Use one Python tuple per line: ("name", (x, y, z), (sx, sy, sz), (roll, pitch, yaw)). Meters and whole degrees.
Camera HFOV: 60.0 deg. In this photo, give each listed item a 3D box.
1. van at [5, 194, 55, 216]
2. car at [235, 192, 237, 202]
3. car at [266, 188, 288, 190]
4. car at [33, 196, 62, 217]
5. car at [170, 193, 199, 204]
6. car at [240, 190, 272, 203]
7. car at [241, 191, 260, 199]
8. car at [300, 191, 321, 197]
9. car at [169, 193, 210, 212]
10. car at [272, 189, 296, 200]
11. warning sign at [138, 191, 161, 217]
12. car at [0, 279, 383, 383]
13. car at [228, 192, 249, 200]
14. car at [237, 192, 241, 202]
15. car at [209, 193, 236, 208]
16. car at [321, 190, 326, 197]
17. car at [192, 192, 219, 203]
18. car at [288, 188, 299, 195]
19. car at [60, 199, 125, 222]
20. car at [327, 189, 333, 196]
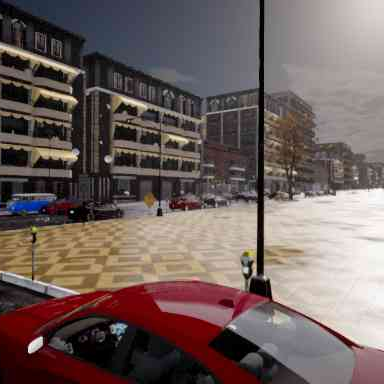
("van", (-13.661, 1.035, 28.471), (1.690, 1.788, 3.998), (2, 2, 35))
("car", (4.283, 0.826, 49.871), (2.033, 1.411, 5.357), (1, 1, 35))
("car", (15.670, 0.569, 60.835), (1.837, 1.490, 4.892), (1, 1, 35))
("car", (-10.714, 1.256, 28.211), (1.994, 1.385, 4.181), (1, 1, 35))
("car", (-1.016, 0.910, 46.813), (1.947, 1.339, 4.313), (2, 2, 35))
("car", (9.044, 0.876, 46.639), (2.008, 1.369, 4.403), (2, 2, 35))
("car", (11.536, 0.525, 65.009), (1.752, 1.417, 4.829), (2, 2, 35))
("car", (24.854, 0.445, 69.562), (2.008, 1.369, 4.403), (2, 2, 35))
("car", (-0.442, 1.132, 32.886), (1.887, 1.381, 4.507), (2, 2, 35))
("car", (15.465, 0.675, 55.948), (1.752, 1.417, 4.829), (2, 2, 35))
("warning sign", (-3.150, 0.851, 24.811), (1.300, 1.860, 1.060), (-1, 0, 35))
("car", (-0.324, 1.544, 3.095), (4.507, 1.381, 1.887), (0, 0, 35))
("car", (8.470, 0.649, 60.567), (1.947, 1.339, 4.313), (2, 2, 35))
("car", (8.211, 0.760, 50.015), (2.128, 1.511, 4.902), (1, 1, 35))
("car", (2.720, 1.050, 37.470), (2.008, 1.369, 4.403), (2, 2, 35))
("car", (28.015, 0.360, 74.145), (2.008, 1.369, 4.403), (2, 2, 35))
("car", (2.146, 0.807, 51.397), (2.008, 1.369, 4.403), (2, 2, 35))
("car", (24.281, -0.030, 83.481), (2.192, 1.841, 5.009), (2, 2, 35))
("car", (-6.765, 1.329, 23.719), (1.947, 1.339, 4.313), (2, 2, 35))
("car", (34.340, 0.078, 83.311), (1.967, 1.590, 4.097), (2, 2, 35))
